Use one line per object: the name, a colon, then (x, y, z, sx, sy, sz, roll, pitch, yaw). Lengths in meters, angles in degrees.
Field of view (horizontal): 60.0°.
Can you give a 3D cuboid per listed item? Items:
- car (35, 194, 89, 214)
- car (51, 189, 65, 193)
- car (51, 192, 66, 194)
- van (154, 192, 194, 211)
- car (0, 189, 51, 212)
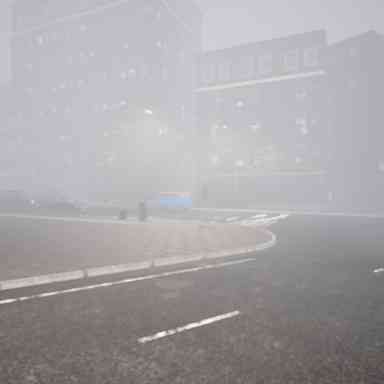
car: (-10.453, 1.102, 27.362, 4.206, 1.307, 1.802, 1, 0, 24)
car: (-17.161, 0.598, 39.600, 5.009, 1.841, 2.192, 1, 0, 24)
car: (-13.059, 1.003, 31.372, 4.181, 1.385, 1.994, 1, 1, 24)
van: (-1.769, 0.865, 32.632, 3.998, 1.788, 1.690, 1, 0, 24)
car: (-15.579, 0.755, 29.686, 5.009, 1.841, 2.192, 1, 0, 24)
